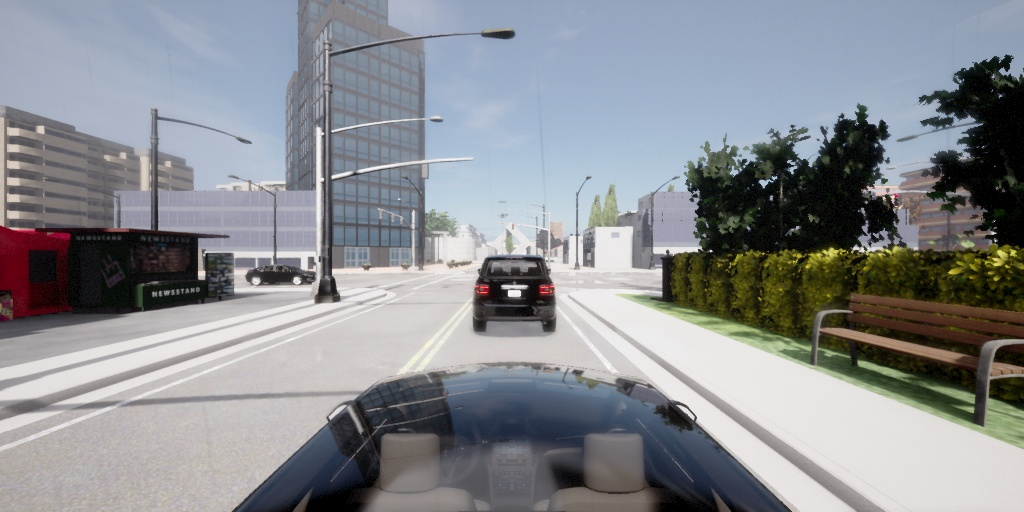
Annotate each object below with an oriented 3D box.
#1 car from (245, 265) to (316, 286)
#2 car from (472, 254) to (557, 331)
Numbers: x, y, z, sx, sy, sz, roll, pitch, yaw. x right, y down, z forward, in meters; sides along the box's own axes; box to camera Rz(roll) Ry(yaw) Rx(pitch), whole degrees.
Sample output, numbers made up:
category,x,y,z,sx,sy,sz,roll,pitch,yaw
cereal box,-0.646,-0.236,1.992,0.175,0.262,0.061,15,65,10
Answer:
category,x,y,z,sx,sy,sz,roll,pitch,yaw
car,-16.638,1.362,26.173,4.892,1.490,1.837,-1,0,0
car,0.075,0.971,11.079,2.150,2.045,5.566,0,0,0
